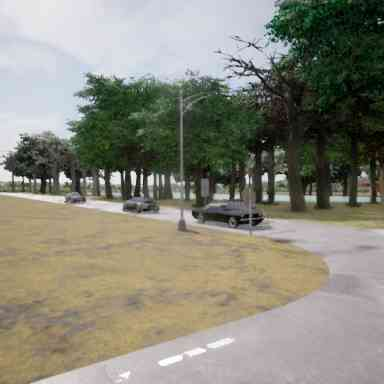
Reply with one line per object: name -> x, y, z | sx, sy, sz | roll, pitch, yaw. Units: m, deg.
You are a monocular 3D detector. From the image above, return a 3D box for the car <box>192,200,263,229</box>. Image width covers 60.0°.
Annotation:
car -> 2.073, 1.370, 20.486 | 1.895, 1.301, 4.718 | -1, 2, -37

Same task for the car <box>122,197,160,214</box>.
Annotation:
car -> -4.571, 1.138, 29.627 | 1.994, 1.385, 4.181 | -1, 2, -37

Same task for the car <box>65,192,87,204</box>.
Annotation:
car -> -15.866, 0.786, 45.349 | 1.837, 1.490, 4.892 | -1, 1, -35
